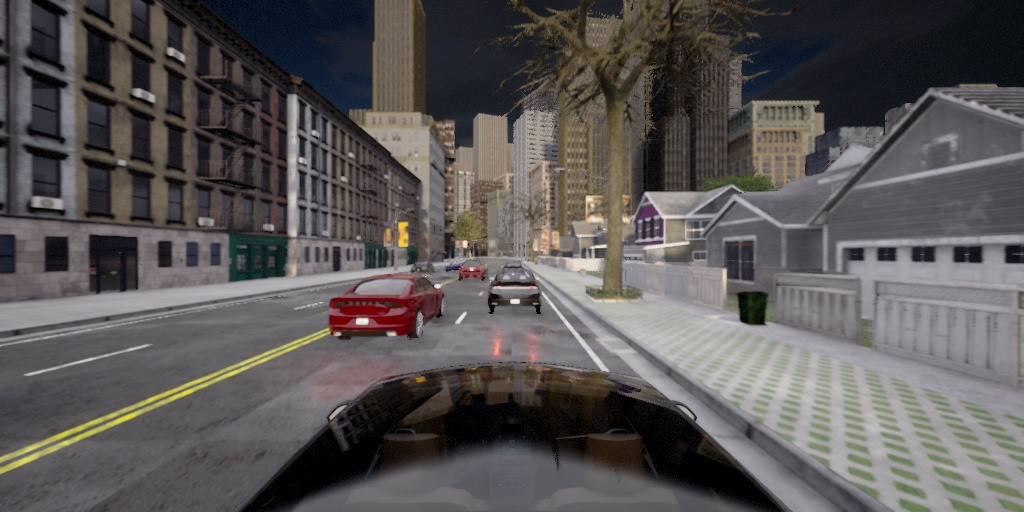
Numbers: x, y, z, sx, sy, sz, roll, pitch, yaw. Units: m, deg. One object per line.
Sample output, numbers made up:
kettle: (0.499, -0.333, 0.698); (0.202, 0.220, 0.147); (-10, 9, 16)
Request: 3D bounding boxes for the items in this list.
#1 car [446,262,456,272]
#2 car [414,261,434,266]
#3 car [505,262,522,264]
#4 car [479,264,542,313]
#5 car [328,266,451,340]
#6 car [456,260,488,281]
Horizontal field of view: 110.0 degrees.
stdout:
car: (-6.585, 1.307, 41.812); (1.895, 1.301, 4.718); (0, 0, 0)
car: (-9.836, 1.274, 39.754); (1.994, 1.385, 4.181); (0, 0, 0)
car: (0.105, 1.215, 30.376); (2.128, 1.511, 4.902); (0, 0, 0)
car: (0.102, 1.233, 13.840); (2.128, 1.511, 4.902); (0, 0, 0)
car: (-3.149, 1.223, 10.018); (1.882, 1.535, 5.008); (0, 0, 0)
car: (-3.145, 1.076, 30.155); (2.097, 1.767, 4.553); (0, 0, 0)
